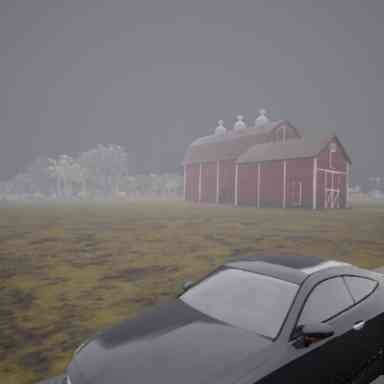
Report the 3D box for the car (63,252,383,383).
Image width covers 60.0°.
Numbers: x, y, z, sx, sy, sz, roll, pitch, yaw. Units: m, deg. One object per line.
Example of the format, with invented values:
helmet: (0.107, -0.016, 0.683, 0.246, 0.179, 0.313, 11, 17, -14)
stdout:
car: (0.954, 1.528, 3.905, 4.674, 1.442, 1.812, 0, 0, -38)
